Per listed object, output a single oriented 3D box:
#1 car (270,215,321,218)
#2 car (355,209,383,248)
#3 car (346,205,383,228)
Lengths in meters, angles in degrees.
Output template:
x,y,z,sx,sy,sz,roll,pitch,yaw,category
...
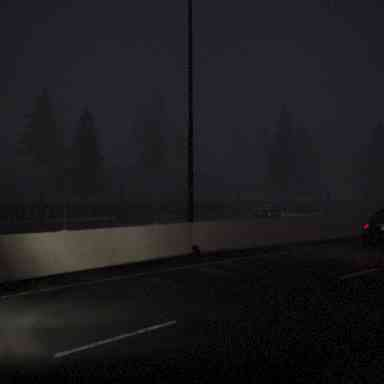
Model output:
x,y,z,sx,sy,sz,roll,pitch,yaw,category
8.093,1.793,25.529,4.718,1.301,1.895,0,-1,-27,car
9.350,1.449,14.038,4.553,1.767,2.097,0,0,-30,car
14.177,1.720,24.604,5.357,1.411,2.033,0,-1,-24,car
